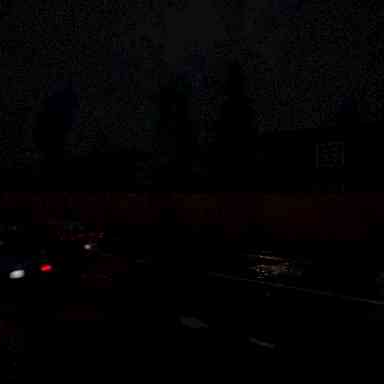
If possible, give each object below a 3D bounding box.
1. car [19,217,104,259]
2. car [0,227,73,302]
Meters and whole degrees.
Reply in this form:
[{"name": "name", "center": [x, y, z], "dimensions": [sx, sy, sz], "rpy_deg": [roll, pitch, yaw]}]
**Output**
[{"name": "car", "center": [-5.381, 1.669, 12.461], "dimensions": [5.008, 1.535, 1.882], "rpy_deg": [-1, -2, 38]}, {"name": "car", "center": [-5.367, 1.654, 8.013], "dimensions": [5.357, 1.411, 2.033], "rpy_deg": [0, -1, 38]}]
